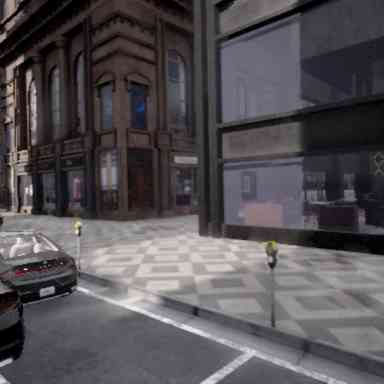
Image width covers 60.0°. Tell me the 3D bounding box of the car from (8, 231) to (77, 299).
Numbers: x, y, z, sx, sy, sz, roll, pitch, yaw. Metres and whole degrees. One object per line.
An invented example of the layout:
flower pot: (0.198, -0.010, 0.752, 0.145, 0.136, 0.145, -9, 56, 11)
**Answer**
car: (-4.184, 1.547, 7.376, 4.403, 1.369, 2.008, -1, 1, 42)

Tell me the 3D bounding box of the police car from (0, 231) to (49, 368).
police car: (-4.319, 1.453, 4.972, 5.238, 1.638, 1.930, -1, 1, 42)
